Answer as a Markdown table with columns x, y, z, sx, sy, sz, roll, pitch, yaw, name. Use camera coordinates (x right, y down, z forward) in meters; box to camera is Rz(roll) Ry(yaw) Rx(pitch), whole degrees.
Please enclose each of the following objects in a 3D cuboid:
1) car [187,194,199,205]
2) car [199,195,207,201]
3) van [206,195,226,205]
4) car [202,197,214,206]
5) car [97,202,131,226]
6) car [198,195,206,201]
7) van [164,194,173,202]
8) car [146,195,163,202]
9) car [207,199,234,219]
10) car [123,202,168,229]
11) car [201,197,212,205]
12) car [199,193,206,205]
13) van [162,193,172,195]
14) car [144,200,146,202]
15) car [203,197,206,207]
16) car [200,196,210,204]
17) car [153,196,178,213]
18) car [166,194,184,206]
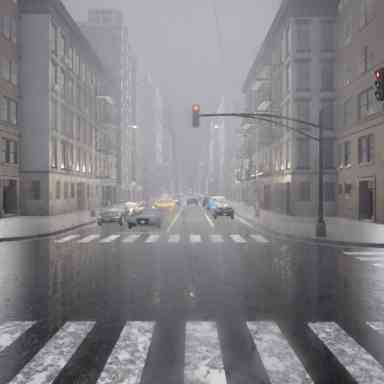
| x | y | z | sx | sy | sz | roll | pitch | yaw | name |
| --- | --- | --- | --- | --- | --- | --- | --- | --- | --- |
| 0.085 | 1.501 | 57.017 | 1.837 | 1.490 | 4.892 | 0 | 0 | 0 | car |
| 2.634 | 1.540 | 82.918 | 1.887 | 1.381 | 4.507 | 0 | 0 | 0 | car |
| 2.632 | 1.338 | 34.261 | 1.690 | 1.788 | 3.998 | 0 | 0 | 0 | van |
| 2.633 | 1.562 | 55.886 | 1.947 | 1.339 | 4.313 | 0 | 0 | 0 | car |
| -5.396 | 1.549 | 23.446 | 2.008 | 1.369 | 4.403 | 0 | 0 | 0 | car |
| 2.634 | 1.560 | 88.324 | 1.947 | 1.339 | 4.313 | 0 | 0 | 0 | car |
| -5.458 | 1.336 | 77.508 | 1.690 | 1.788 | 3.998 | 0 | 0 | 0 | van |
| -5.421 | 1.436 | 45.071 | 1.967 | 1.590 | 4.097 | 0 | 0 | 0 | car |
| 2.632 | 1.548 | 28.855 | 2.008 | 1.369 | 4.403 | 0 | 0 | 0 | car |
| -2.855 | 1.561 | 21.388 | 1.994 | 1.385 | 4.181 | 0 | 0 | 0 | car |
| 2.633 | 1.546 | 61.293 | 2.008 | 1.369 | 4.403 | 0 | 0 | 0 | car |
| 2.633 | 1.311 | 50.480 | 2.192 | 1.841 | 5.009 | 0 | 0 | 0 | car |
| -5.446 | 1.337 | 66.695 | 1.690 | 1.788 | 3.998 | 0 | 0 | 0 | van |
| -5.402 | 1.523 | 28.682 | 1.752 | 1.417 | 4.829 | 0 | 0 | 0 | car |
| 2.632 | 1.578 | 39.668 | 1.802 | 1.307 | 4.206 | 0 | 0 | 0 | car |
| 2.634 | 1.521 | 66.868 | 1.752 | 1.417 | 4.829 | 0 | 0 | 0 | car |
| -2.854 | 1.474 | 36.875 | 1.882 | 1.535 | 5.008 | 0 | 0 | 0 | car |
| -2.807 | 1.544 | 53.916 | 2.033 | 1.411 | 5.357 | 0 | 0 | 1 | car |
